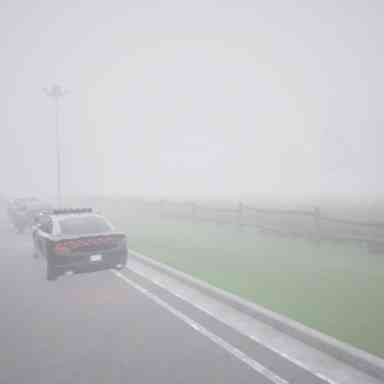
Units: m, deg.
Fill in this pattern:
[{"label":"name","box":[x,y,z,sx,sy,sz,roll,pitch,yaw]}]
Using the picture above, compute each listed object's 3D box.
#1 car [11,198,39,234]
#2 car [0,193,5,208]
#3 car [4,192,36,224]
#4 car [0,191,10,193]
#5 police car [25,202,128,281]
[{"label":"car","box":[-8.655,1.312,18.317,1.837,1.490,4.892,-2,1,-31]},{"label":"car","box":[-21.840,1.173,38.135,1.882,1.535,5.008,-2,1,-31]},{"label":"car","box":[-11.744,1.122,23.425,2.097,1.767,4.553,-2,1,-31]},{"label":"car","box":[-28.965,0.835,49.908,2.150,2.045,5.566,-2,1,-31]},{"label":"police car","box":[-3.544,1.291,9.850,1.930,1.638,5.238,-2,1,-31]}]
